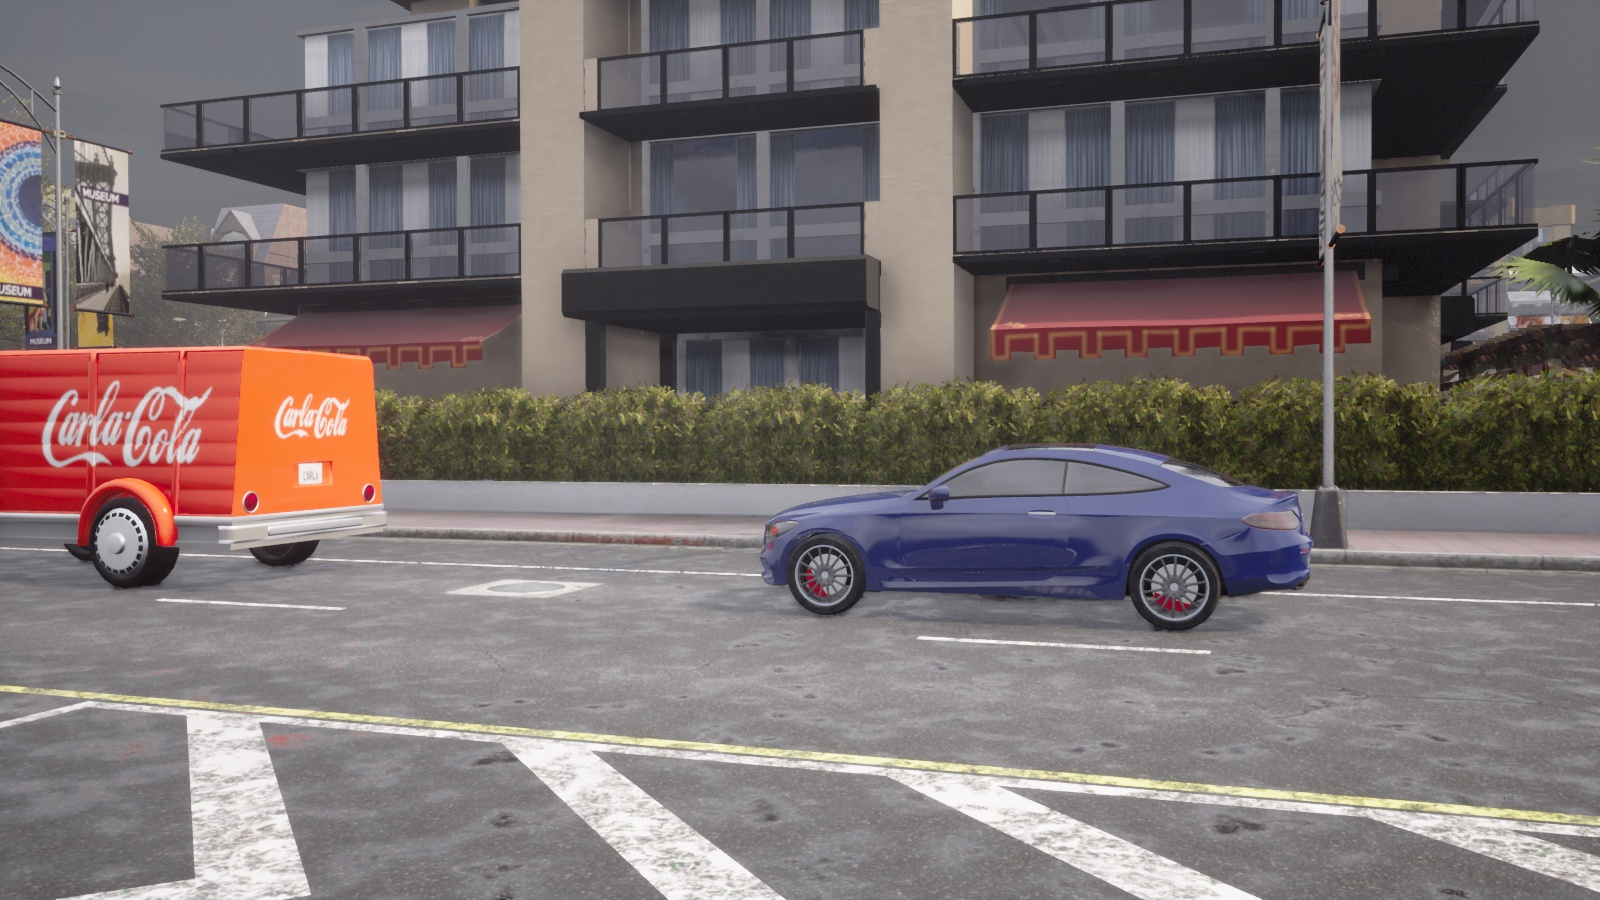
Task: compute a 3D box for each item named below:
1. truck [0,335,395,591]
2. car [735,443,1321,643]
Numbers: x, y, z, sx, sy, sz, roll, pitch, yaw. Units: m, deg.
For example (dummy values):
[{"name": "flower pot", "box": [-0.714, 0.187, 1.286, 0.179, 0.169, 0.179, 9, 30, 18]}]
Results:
[{"name": "truck", "box": [-7.581, 0.085, 14.149, 5.204, 2.467, 2.627, 1, 1, 19]}, {"name": "car", "box": [1.945, 0.684, 10.949, 4.674, 1.442, 1.812, 1, 1, 18]}]
